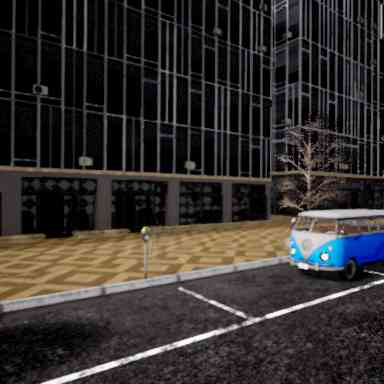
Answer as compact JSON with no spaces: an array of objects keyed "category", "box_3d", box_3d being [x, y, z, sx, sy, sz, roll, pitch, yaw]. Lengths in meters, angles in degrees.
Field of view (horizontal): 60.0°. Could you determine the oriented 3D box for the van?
[{"category":"van","box_3d":[4.606,1.418,9.865,3.998,1.788,1.690,1,0,-36]}]
